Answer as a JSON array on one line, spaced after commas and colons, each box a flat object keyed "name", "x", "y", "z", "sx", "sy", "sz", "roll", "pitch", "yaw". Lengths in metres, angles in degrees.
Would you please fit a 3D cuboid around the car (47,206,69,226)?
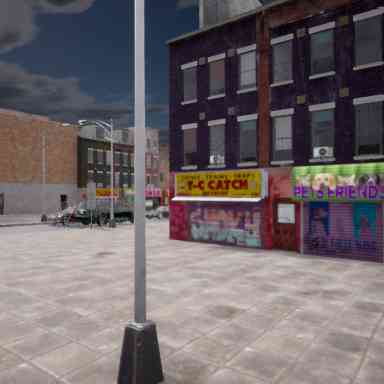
[{"name": "car", "x": -9.487, "y": 1.825, "z": 26.712, "sx": 1.967, "sy": 1.590, "sz": 4.097, "roll": -2, "pitch": -2, "yaw": 36}]

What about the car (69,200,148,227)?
[{"name": "car", "x": -6.400, "y": 1.625, "z": 26.184, "sx": 2.150, "sy": 2.045, "sz": 5.566, "roll": 0, "pitch": -1, "yaw": 35}]

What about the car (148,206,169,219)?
[{"name": "car", "x": -3.063, "y": 2.170, "z": 35.504, "sx": 2.008, "sy": 1.369, "sz": 4.403, "roll": -2, "pitch": -2, "yaw": 36}]
